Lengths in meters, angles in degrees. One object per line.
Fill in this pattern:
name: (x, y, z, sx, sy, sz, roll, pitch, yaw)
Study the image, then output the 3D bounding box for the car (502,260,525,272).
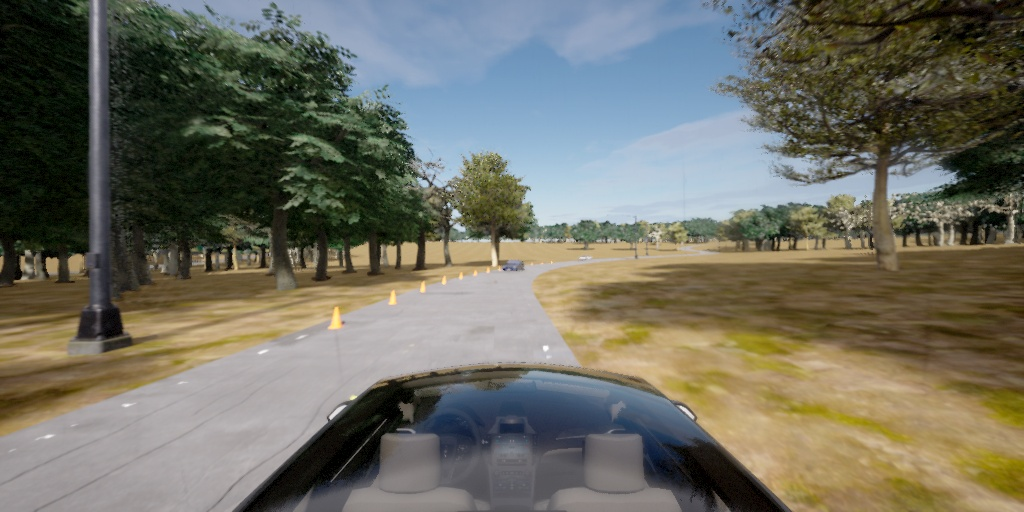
car: (0.245, 1.132, 43.202, 2.033, 1.411, 5.357, 0, 1, 13)

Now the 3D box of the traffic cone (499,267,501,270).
traffic cone: (-1.519, 1.514, 45.635, 0.340, 0.580, 0.340, 0, 0, 15)

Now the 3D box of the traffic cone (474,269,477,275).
traffic cone: (-3.627, 1.624, 35.607, 0.340, 0.580, 0.340, 0, 0, 9)

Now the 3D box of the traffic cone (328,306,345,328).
traffic cone: (-4.994, 1.735, 10.215, 0.340, 0.580, 0.340, 0, 0, -1)

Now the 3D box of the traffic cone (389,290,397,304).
traffic cone: (-5.043, 1.732, 15.217, 0.340, 0.580, 0.340, 0, 0, -1)

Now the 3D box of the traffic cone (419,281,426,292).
traffic cone: (-5.035, 1.721, 20.306, 0.340, 0.580, 0.340, 0, 0, 1)

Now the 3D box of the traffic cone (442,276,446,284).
traffic cone: (-4.801, 1.698, 25.426, 0.340, 0.580, 0.340, 0, 0, 4)

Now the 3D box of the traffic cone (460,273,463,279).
traffic cone: (-4.331, 1.666, 30.531, 0.340, 0.580, 0.340, 0, 0, 7)

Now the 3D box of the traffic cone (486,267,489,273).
traffic cone: (-2.689, 1.573, 40.645, 0.340, 0.580, 0.340, 0, 0, 12)
